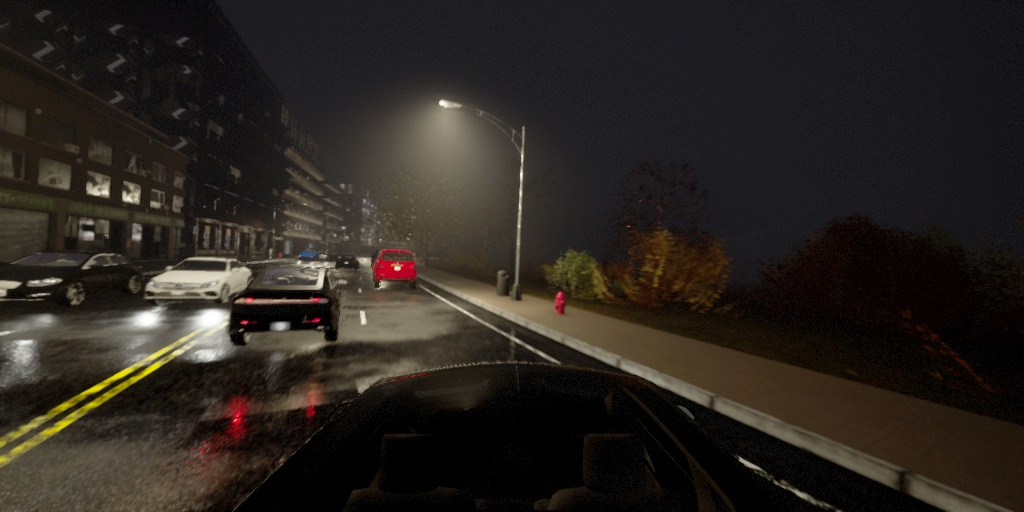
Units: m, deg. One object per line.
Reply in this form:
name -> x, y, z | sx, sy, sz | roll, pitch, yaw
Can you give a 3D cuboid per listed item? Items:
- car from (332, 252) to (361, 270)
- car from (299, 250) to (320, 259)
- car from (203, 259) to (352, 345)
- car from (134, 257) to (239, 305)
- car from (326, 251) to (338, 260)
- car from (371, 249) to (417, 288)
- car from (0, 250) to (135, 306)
car -> -15.927, 0.568, 34.913 | 1.994, 1.385, 4.181 | 3, 0, -20
car -> -28.272, -0.072, 50.234 | 1.882, 1.535, 5.008 | 3, 0, -18
car -> -5.105, 0.988, 8.589 | 2.128, 1.511, 4.902 | 3, 0, -24
car -> -10.609, 0.755, 12.559 | 1.812, 1.442, 4.674 | 3, 0, -23
car -> -25.165, 0.080, 51.162 | 1.882, 1.535, 5.008 | 3, 0, -18
car -> -6.847, 0.645, 20.748 | 2.150, 2.045, 5.566 | 3, 0, -22
car -> -13.424, 0.581, 10.907 | 2.128, 1.511, 4.902 | 3, 0, -23
